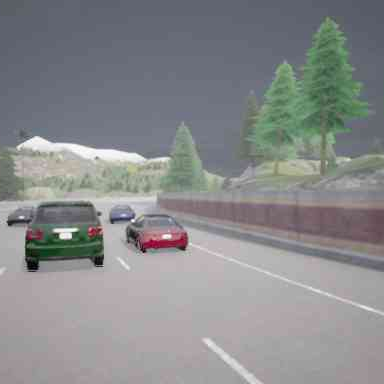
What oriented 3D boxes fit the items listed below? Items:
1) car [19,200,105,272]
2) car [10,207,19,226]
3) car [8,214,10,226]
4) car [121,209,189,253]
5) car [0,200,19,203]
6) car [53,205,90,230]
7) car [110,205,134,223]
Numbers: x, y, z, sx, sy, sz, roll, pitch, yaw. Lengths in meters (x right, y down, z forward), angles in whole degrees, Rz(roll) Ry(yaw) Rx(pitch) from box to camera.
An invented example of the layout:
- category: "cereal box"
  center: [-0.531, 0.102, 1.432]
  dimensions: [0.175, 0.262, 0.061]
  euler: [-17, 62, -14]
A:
- category: "car"
  center: [-4.297, 1.298, 11.487]
  dimensions: [2.150, 2.045, 5.566]
  euler: [0, -1, -20]
- category: "car"
  center: [-12.411, 1.745, 25.228]
  dimensions: [1.994, 1.385, 4.181]
  euler: [0, 0, -14]
- category: "car"
  center: [-7.991, 1.581, 11.437]
  dimensions: [2.128, 1.511, 4.902]
  euler: [0, 0, -20]
- category: "car"
  center: [-1.630, 1.652, 14.431]
  dimensions: [1.994, 1.385, 4.181]
  euler: [0, 0, -20]
- category: "car"
  center: [-31.069, 2.017, 57.559]
  dimensions: [1.895, 1.301, 4.718]
  euler: [0, 0, -1]
- category: "car"
  center: [-8.447, 1.708, 23.804]
  dimensions: [2.033, 1.411, 5.357]
  euler: [0, 0, -15]
- category: "car"
  center: [-5.681, 1.736, 27.159]
  dimensions: [1.994, 1.385, 4.181]
  euler: [0, 0, -14]
